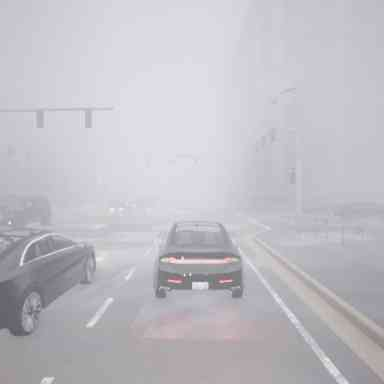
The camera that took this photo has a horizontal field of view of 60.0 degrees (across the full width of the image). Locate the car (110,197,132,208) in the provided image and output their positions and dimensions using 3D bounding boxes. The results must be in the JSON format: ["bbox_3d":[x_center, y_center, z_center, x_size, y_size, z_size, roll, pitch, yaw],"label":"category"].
[{"bbox_3d":[-10.249,1.544,47.117,1.994,1.385,4.181,0,0,0],"label":"car"}]

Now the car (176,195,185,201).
[{"bbox_3d":[-2.864,1.487,85.445,2.033,1.411,5.357,0,0,0],"label":"car"}]

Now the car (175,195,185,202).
[{"bbox_3d":[-2.937,1.465,75.743,1.837,1.490,4.892,0,0,0],"label":"car"}]

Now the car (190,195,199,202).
[{"bbox_3d":[0.568,1.561,76.374,1.895,1.301,4.718,0,0,0],"label":"car"}]

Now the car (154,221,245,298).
[{"bbox_3d":[0.139,1.488,8.467,2.128,1.511,4.902,0,0,0],"label":"car"}]

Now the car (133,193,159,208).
[{"bbox_3d":[-6.721,1.201,49.435,2.150,2.045,5.566,0,0,2],"label":"car"}]

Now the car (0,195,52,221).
[{"bbox_3d":[-10.461,1.188,20.034,2.150,2.045,5.566,0,0,1],"label":"car"}]

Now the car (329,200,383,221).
[{"bbox_3d":[13.606,1.438,25.713,4.892,1.490,1.837,0,0,0],"label":"car"}]

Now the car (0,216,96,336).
[{"bbox_3d":[-3.396,1.489,6.649,2.128,1.511,4.902,0,0,1],"label":"car"}]

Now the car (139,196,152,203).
[{"bbox_3d":[-9.968,1.565,71.577,1.895,1.301,4.718,0,0,0],"label":"car"}]

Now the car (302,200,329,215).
[{"bbox_3d":[13.456,1.478,32.929,5.357,1.411,2.033,0,0,0],"label":"car"}]

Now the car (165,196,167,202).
[{"bbox_3d":[-6.463,1.510,72.296,2.033,1.411,5.357,0,0,0],"label":"car"}]

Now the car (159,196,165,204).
[{"bbox_3d":[-6.622,1.467,60.512,2.128,1.511,4.902,0,0,1],"label":"car"}]

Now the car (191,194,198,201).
[{"bbox_3d":[0.636,1.425,85.419,1.882,1.535,5.008,0,0,0],"label":"car"}]
